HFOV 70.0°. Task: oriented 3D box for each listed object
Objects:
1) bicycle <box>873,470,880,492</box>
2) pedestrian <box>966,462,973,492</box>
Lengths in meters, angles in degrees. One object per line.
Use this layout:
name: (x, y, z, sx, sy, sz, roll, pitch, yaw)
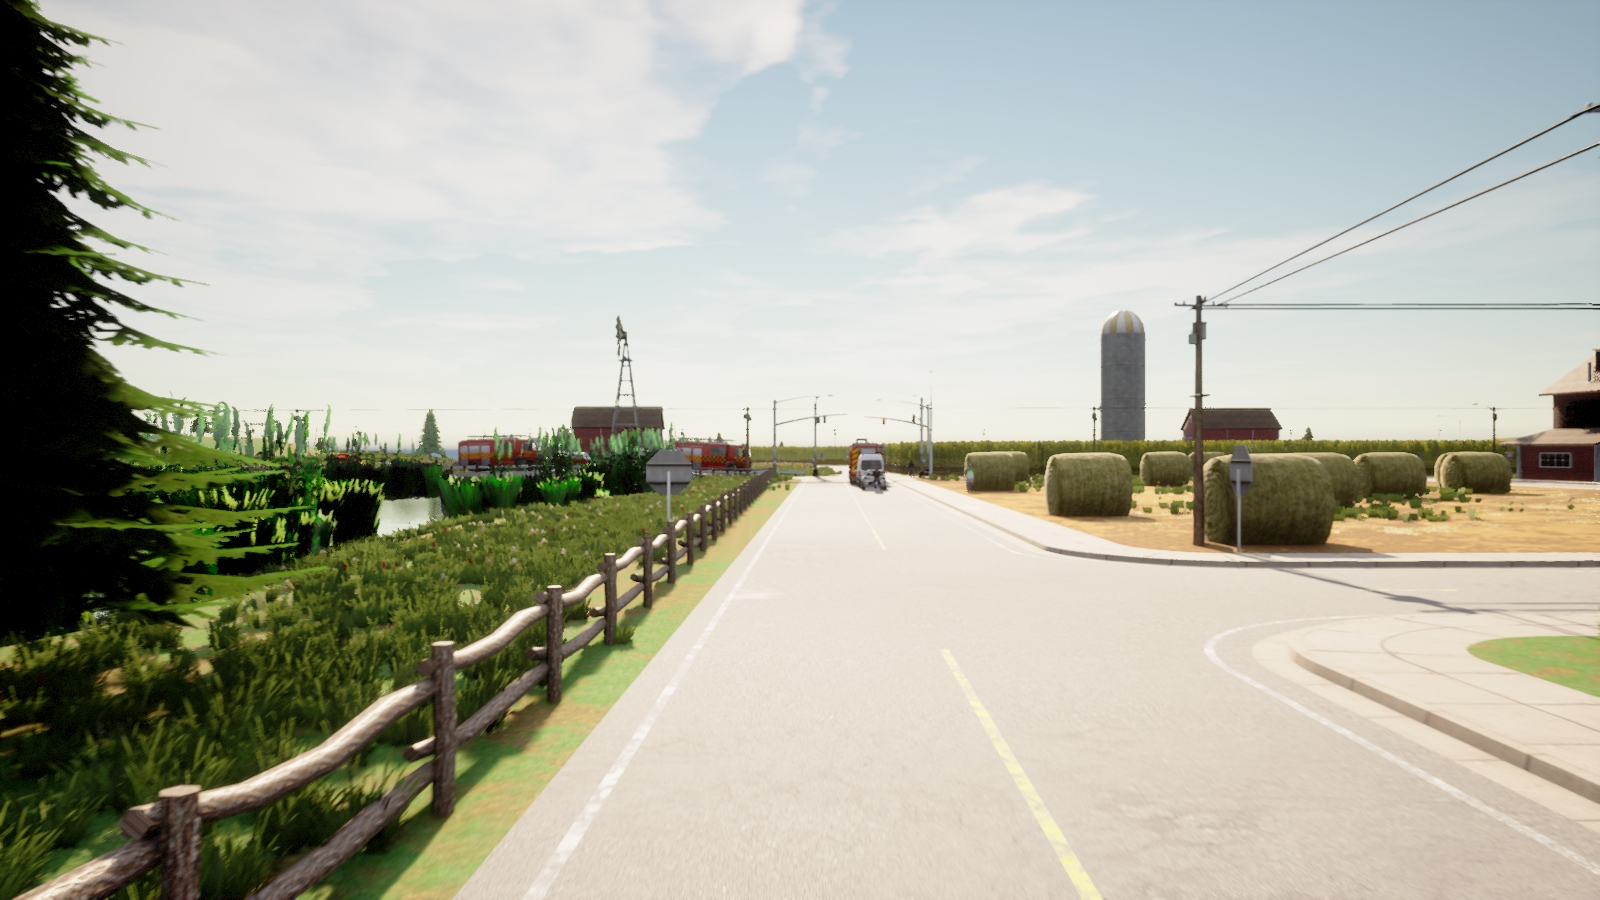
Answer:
bicycle: (5.165, 2.086, 77.185, 0.329, 1.471, 1.835, 0, 0, 1)
pedestrian: (10.708, 1.716, 72.188, 0.375, 1.860, 0.375, 0, 0, -4)
